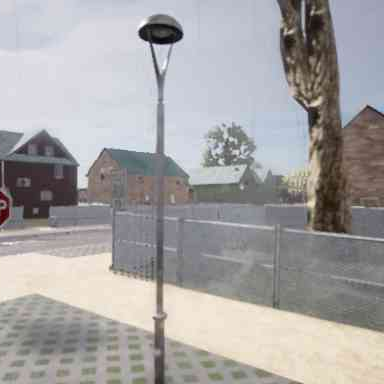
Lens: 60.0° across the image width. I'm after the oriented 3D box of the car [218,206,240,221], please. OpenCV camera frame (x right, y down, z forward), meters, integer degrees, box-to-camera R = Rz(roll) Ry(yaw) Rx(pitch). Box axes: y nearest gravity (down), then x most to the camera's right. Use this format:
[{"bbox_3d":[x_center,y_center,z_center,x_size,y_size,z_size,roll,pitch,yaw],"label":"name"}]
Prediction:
[{"bbox_3d":[3.002,2.079,31.443,2.128,1.511,4.902,-2,-2,35],"label":"car"}]
